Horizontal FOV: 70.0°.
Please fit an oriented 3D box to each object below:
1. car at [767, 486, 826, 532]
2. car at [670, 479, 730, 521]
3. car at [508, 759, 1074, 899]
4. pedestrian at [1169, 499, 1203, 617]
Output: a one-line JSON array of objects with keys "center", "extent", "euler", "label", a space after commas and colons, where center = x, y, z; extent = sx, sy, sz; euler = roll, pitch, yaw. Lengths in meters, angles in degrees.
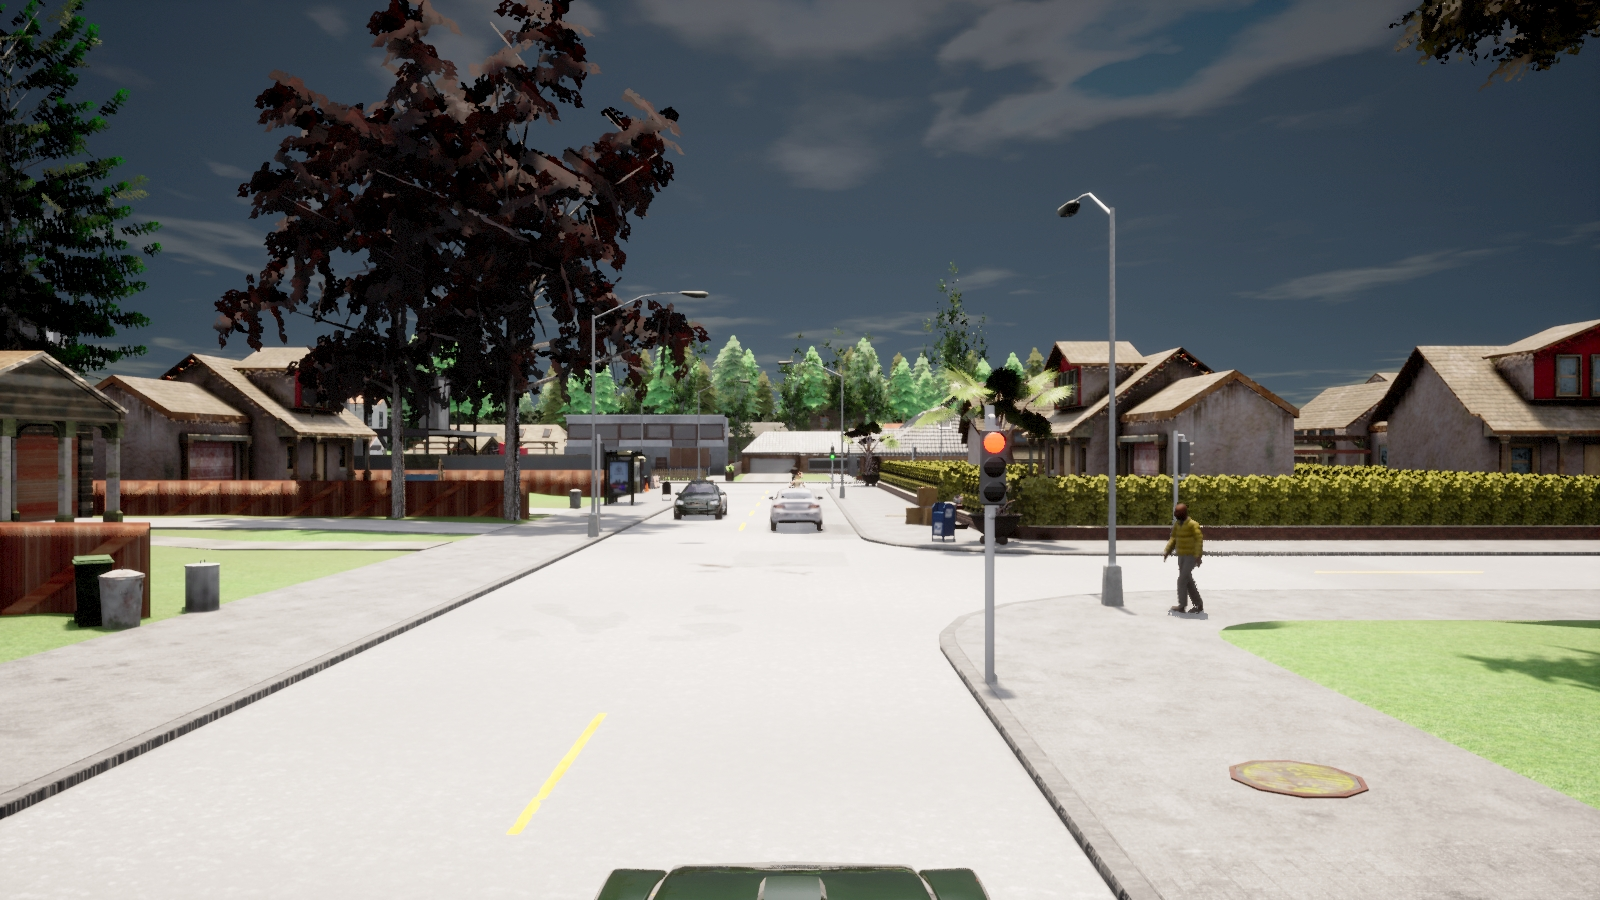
[{"center": [-0.138, 2.081, 41.282], "extent": [2.002, 1.442, 4.674], "euler": [0, 0, -1], "label": "car"}, {"center": [-4.107, 2.038, 47.608], "extent": [2.038, 1.542, 4.974], "euler": [0, 0, 0], "label": "car"}, {"center": [-0.028, 2.155, 3.193], "extent": [1.895, 1.301, 4.718], "euler": [0, 0, 0], "label": "car"}, {"center": [6.259, 1.743, 18.536], "extent": [0.375, 1.860, 0.375], "euler": [0, 0, -20], "label": "pedestrian"}]
